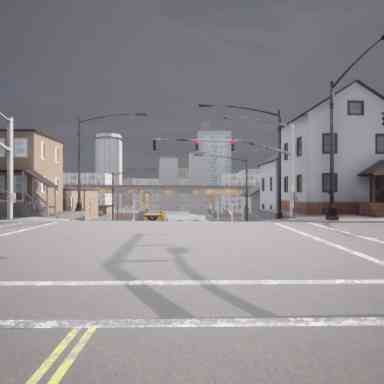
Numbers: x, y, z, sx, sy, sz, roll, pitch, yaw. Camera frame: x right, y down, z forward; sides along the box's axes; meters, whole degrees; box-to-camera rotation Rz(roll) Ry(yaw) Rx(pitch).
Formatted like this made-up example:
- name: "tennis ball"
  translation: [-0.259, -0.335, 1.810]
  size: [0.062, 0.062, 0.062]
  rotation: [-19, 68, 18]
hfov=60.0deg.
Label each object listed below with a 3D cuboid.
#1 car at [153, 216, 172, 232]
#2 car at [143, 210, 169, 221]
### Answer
- name: "car"
  translation: [-3.780, 4.235, 43.725]
  size: [2.128, 1.511, 4.902]
  rotation: [0, -13, -1]
- name: "car"
  translation: [-3.673, 2.536, 33.502]
  size: [1.882, 1.535, 5.008]
  rotation: [0, -9, 1]
